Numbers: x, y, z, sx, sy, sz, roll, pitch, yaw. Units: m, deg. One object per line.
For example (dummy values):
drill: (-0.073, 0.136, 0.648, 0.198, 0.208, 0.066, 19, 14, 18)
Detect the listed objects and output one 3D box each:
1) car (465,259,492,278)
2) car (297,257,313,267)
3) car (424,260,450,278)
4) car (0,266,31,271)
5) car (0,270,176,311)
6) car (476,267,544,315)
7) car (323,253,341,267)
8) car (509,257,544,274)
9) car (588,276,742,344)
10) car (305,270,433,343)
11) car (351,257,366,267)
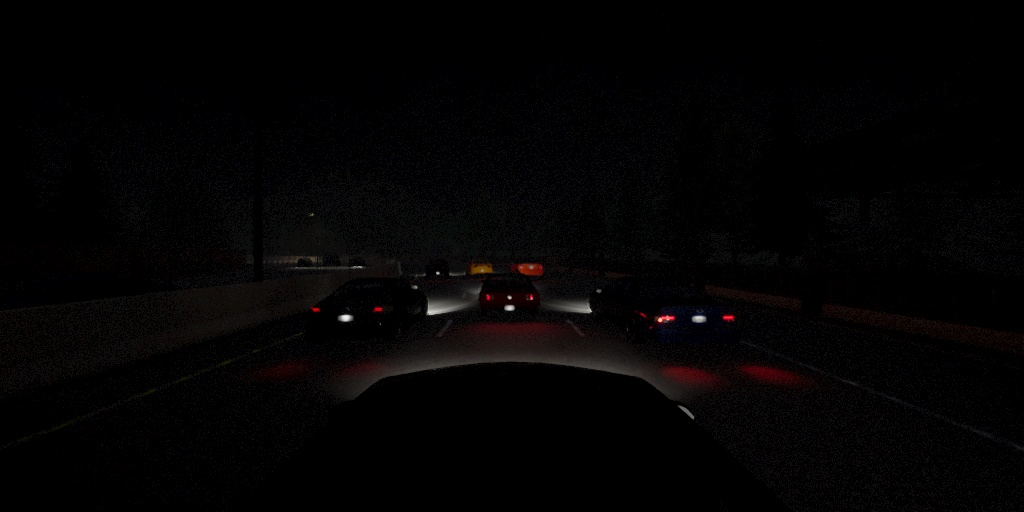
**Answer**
car: (-2.920, 0.989, 31.054, 1.882, 1.535, 5.008, 0, 0, -13)
car: (-30.044, 0.889, 52.025, 2.033, 1.411, 5.357, 0, 1, -30)
car: (-6.163, 1.028, 29.590, 1.837, 1.490, 4.892, 0, 0, -13)
car: (-14.240, 1.048, 8.524, 2.097, 1.767, 4.553, 0, 0, -2)
car: (-10.711, 1.174, 8.401, 1.882, 1.535, 5.008, 0, 1, -2)
car: (-0.199, 1.258, 13.052, 1.895, 1.301, 4.718, 0, 0, -3)
car: (-27.051, 0.544, 53.785, 2.150, 2.045, 5.566, 0, 1, -30)
car: (1.063, 0.878, 29.226, 2.097, 1.767, 4.553, 0, 0, -11)
car: (3.489, 1.235, 9.369, 2.033, 1.411, 5.357, 0, 0, -2)
car: (-3.552, 1.251, 9.487, 1.994, 1.385, 4.181, 0, 0, -2)
car: (-23.341, 0.870, 54.383, 2.033, 1.411, 5.357, 0, 1, -29)
